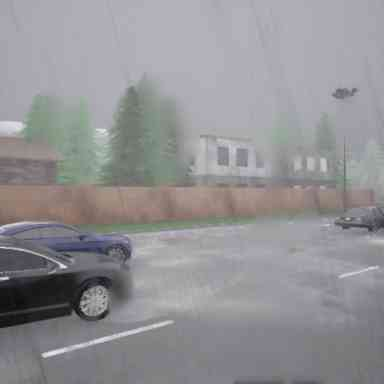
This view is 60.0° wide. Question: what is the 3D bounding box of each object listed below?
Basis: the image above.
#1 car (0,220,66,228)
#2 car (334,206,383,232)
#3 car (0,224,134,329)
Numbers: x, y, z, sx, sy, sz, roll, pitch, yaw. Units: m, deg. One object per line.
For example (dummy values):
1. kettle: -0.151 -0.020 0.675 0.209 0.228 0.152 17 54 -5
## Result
1. car: -3.995 1.526 9.479 4.674 1.442 1.812 0 0 -35
2. car: 10.742 1.552 20.008 5.357 1.411 2.033 0 0 -36
3. car: -3.387 1.505 5.628 4.892 1.490 1.837 0 0 -36
